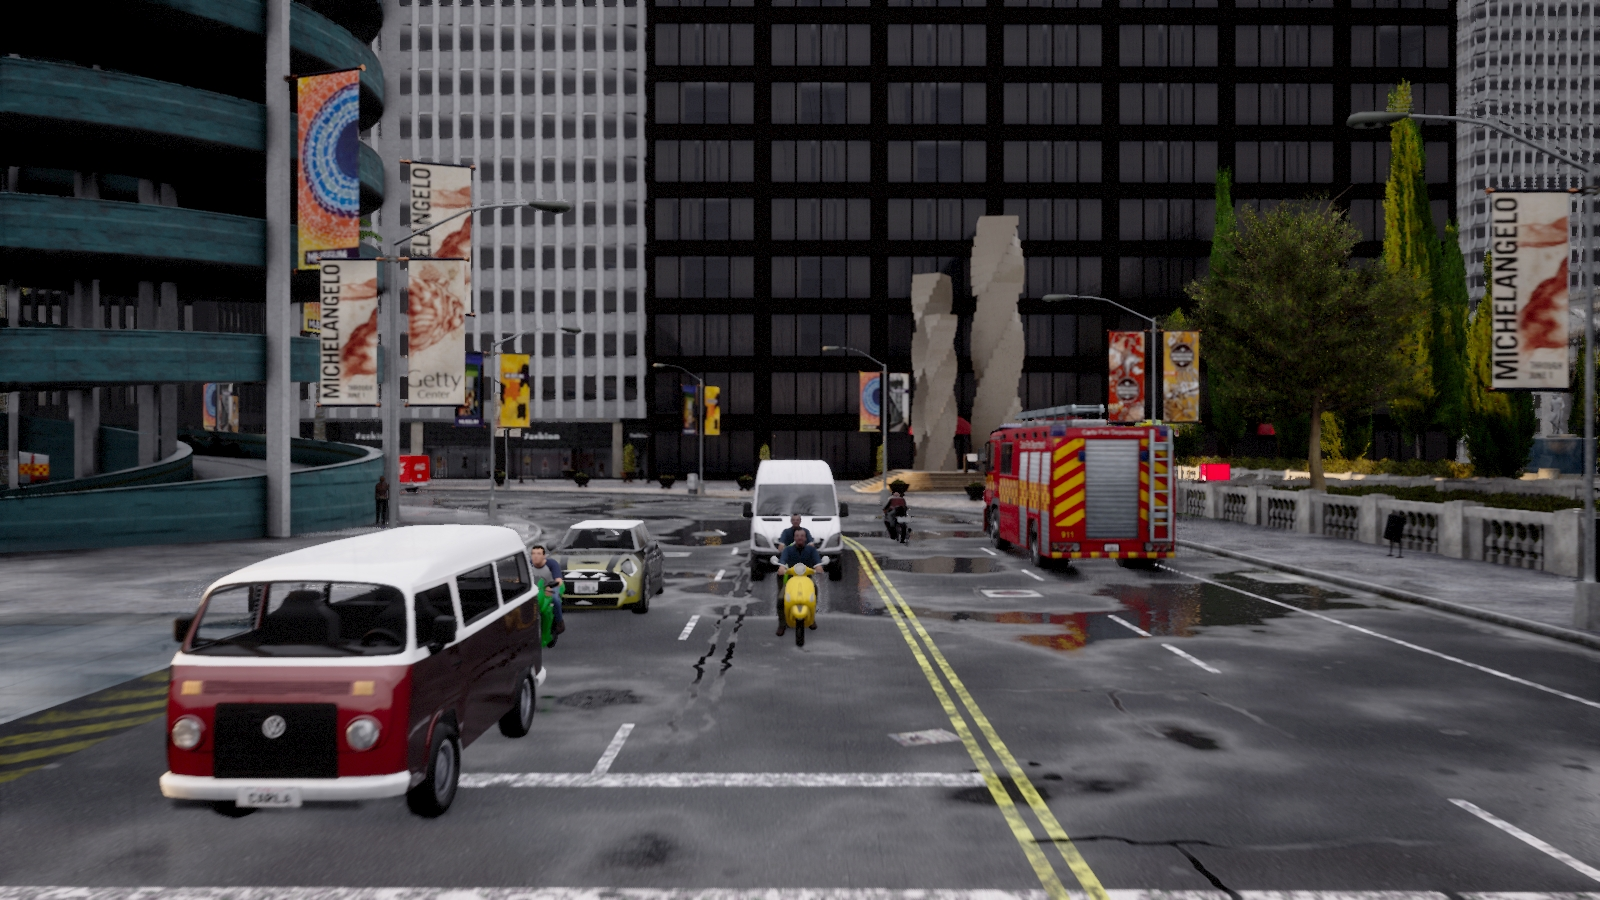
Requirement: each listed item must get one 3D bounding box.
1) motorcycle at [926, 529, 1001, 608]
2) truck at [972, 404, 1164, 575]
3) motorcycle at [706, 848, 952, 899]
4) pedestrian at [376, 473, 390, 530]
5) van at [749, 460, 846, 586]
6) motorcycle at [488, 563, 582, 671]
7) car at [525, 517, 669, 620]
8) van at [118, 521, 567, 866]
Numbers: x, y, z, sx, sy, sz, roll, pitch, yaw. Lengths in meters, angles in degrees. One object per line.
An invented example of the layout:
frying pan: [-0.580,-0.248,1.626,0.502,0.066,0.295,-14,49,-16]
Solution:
motorcycle: [3.061,2.204,21.633,0.867,1.251,2.209,0,0,-6]
truck: [6.639,0.889,29.852,2.891,3.827,8.468,0,0,-1]
motorcycle: [0.101,2.182,3.582,0.856,1.236,1.805,0,0,0]
pedestrian: [-13.837,1.694,37.879,0.375,1.860,0.375,0,0,-9]
van: [-0.154,1.533,26.533,1.988,2.561,5.915,0,0,-2]
motorcycle: [-3.541,2.211,15.449,0.803,1.145,2.033,0,0,0]
car: [-3.559,2.063,20.697,1.970,1.475,3.806,0,0,-1]
van: [-3.550,1.780,9.957,2.069,2.038,4.480,0,0,1]
